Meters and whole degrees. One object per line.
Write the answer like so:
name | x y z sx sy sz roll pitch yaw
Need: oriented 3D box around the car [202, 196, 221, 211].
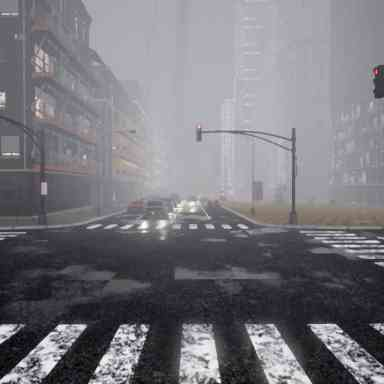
car | 2.594 1.540 41.038 1.887 1.381 4.507 -1 0 0

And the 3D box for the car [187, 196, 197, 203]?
car | 0.012 1.479 69.752 1.882 1.535 5.008 0 0 0

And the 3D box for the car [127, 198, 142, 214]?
car | -5.745 1.540 35.321 1.887 1.381 4.507 -1 0 0

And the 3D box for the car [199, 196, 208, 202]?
car | 2.551 1.547 74.931 1.887 1.381 4.507 -1 0 0

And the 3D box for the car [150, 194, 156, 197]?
car | -5.754 1.436 40.969 1.967 1.590 4.097 -1 0 0

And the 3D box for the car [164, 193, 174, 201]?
car | -5.815 1.321 86.161 2.192 1.841 5.009 -1 0 0

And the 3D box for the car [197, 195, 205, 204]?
car | 2.565 1.550 63.633 2.008 1.369 4.403 -1 0 0

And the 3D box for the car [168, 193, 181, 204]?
car | -3.115 1.220 59.280 2.150 2.045 5.566 0 0 1

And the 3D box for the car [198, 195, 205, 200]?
car | 2.528 1.534 92.049 1.752 1.417 4.829 -1 0 0

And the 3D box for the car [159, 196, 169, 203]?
car | -5.789 1.583 69.215 1.802 1.307 4.206 -1 0 0

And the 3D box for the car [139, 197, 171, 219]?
car | -3.136 1.500 29.293 1.837 1.490 4.892 0 0 0

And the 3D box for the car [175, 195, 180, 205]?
car | -3.151 1.522 48.723 1.812 1.442 4.674 0 0 0

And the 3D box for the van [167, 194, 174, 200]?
van | -5.821 1.350 91.809 1.690 1.788 3.998 -1 0 0

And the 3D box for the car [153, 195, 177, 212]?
car | -3.145 1.473 38.840 1.882 1.535 5.008 0 0 0
